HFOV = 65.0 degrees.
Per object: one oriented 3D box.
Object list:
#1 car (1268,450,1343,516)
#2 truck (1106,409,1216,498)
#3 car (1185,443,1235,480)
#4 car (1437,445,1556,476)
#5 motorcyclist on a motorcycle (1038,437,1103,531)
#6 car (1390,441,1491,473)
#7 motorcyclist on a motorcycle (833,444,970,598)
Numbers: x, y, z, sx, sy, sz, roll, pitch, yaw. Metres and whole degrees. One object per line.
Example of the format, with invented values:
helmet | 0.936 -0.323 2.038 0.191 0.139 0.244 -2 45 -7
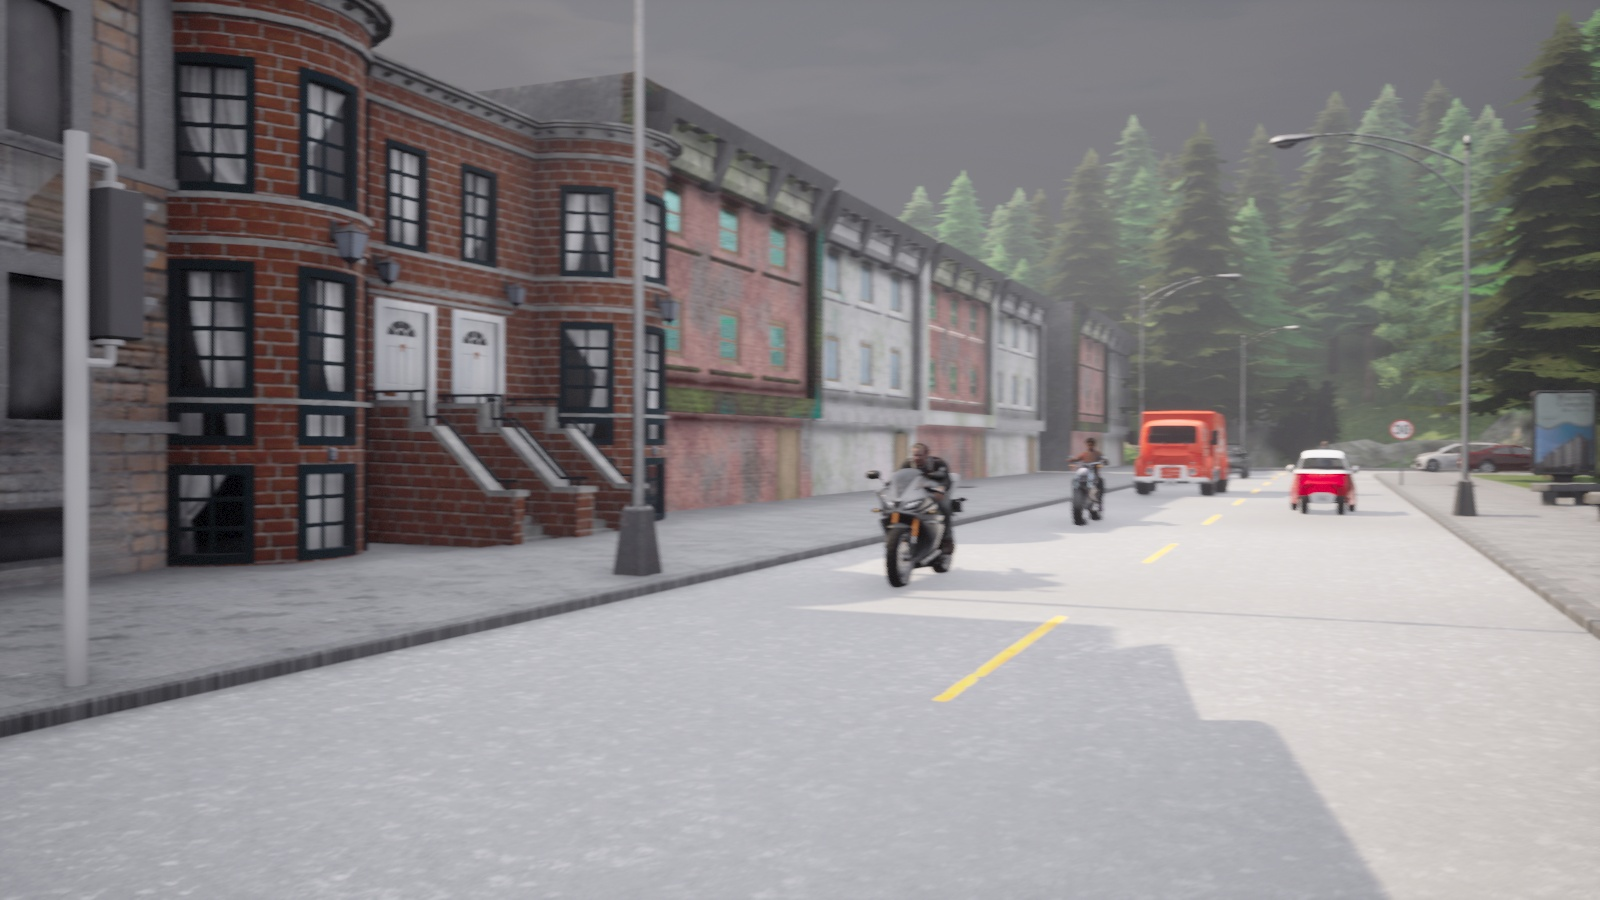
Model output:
car | 11.199 0.692 27.815 1.481 1.376 2.207 0 1 22
truck | 10.941 0.088 37.761 2.627 2.467 5.204 0 0 22
car | 18.084 0.485 55.290 1.789 1.549 3.705 0 0 22
car | 35.704 0.529 64.497 5.008 1.535 1.882 0 0 13
motorcyclist on a motorcycle | 5.038 0.581 23.297 0.766 1.649 2.350 0 1 22
car | 35.044 0.365 68.861 4.611 1.667 2.242 0 0 17
motorcyclist on a motorcycle | 1.150 0.702 13.717 0.866 1.530 2.191 0 0 22
